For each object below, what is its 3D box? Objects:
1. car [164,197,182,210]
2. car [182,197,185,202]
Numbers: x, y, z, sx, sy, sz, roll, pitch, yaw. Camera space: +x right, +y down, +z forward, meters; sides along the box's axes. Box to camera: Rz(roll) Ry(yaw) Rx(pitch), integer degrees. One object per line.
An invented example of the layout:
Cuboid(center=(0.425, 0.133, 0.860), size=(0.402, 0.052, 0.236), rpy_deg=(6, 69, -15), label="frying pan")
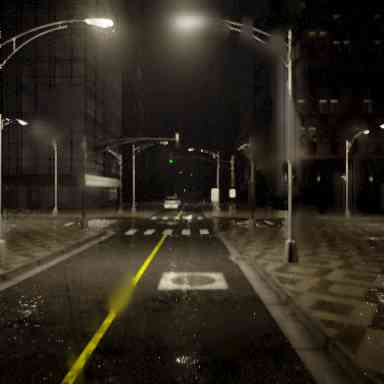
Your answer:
Cuboid(center=(-3.053, 1.758, 51.413), size=(2.150, 2.045, 5.566), rpy_deg=(0, -1, 0), label="car")
Cuboid(center=(-2.991, 2.196, 67.827), size=(1.837, 1.490, 4.892), rpy_deg=(0, -1, 0), label="car")
